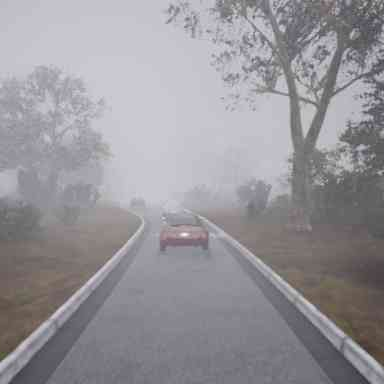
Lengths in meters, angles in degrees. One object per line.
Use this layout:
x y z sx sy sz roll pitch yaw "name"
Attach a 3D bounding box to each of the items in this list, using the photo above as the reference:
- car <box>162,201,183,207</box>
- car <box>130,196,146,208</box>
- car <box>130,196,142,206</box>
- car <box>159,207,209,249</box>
-1.817 1.532 31.279 1.812 1.442 4.674 0 0 -6 "car"
-7.952 1.361 48.789 2.097 1.767 4.553 0 0 -11 "car"
-9.811 1.487 58.006 1.882 1.535 5.008 0 0 -13 "car"
-0.387 1.567 14.508 1.994 1.385 4.181 0 0 -3 "car"
